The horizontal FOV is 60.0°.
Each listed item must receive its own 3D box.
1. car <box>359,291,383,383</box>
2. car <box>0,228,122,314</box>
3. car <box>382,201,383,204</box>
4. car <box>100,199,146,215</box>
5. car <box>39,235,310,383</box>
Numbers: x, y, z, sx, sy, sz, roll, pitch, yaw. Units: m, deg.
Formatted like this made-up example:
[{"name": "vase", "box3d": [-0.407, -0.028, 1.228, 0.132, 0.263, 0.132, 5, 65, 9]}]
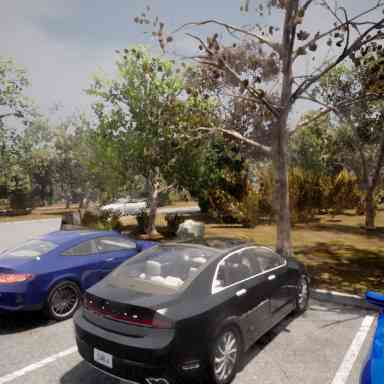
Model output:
[{"name": "car", "box3d": [3.134, 1.479, 3.587, 2.097, 1.535, 5.008, 0, 0, 36]}, {"name": "car", "box3d": [-2.202, 1.525, 7.385, 2.002, 1.452, 4.674, 0, 0, 36]}, {"name": "car", "box3d": [23.942, 0.770, 38.700, 4.902, 1.511, 2.128, 0, 0, 36]}, {"name": "car", "box3d": [-6.022, 1.368, 29.273, 1.812, 1.442, 4.674, -3, -1, 35]}, {"name": "car", "box3d": [0.463, 1.483, 5.480, 2.231, 1.521, 4.892, 0, 0, 36]}]
